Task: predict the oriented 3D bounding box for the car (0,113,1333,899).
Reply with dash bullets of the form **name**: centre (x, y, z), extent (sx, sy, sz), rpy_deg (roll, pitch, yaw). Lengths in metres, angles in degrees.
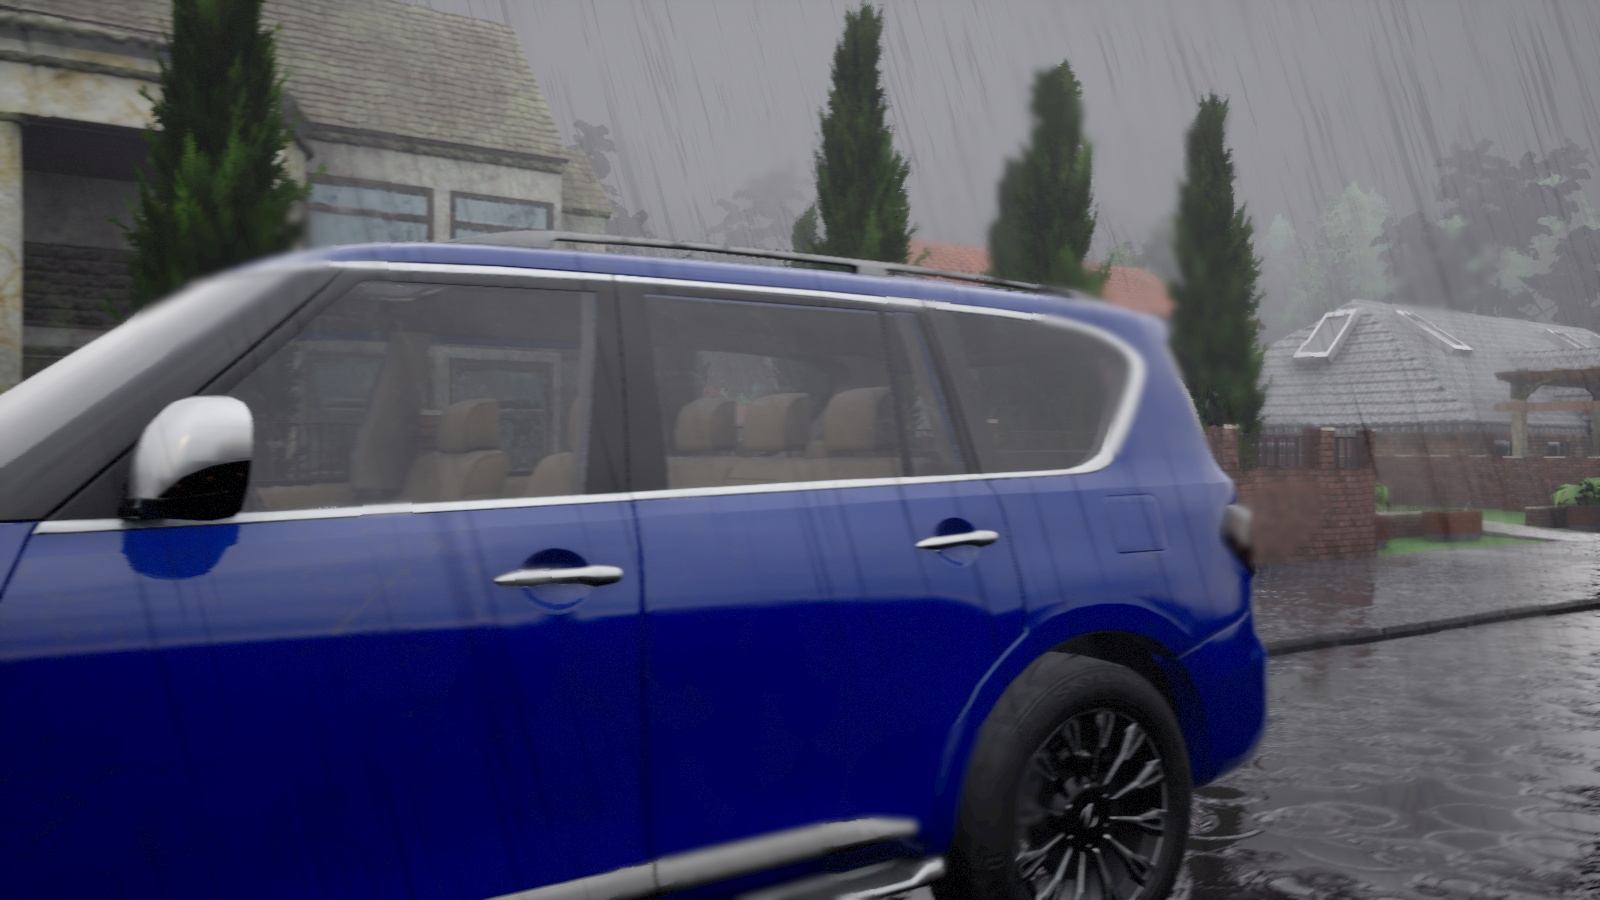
- **car**: centre (-1.119, 0.475, 3.490), extent (5.566, 2.045, 2.150), rpy_deg (0, 0, -35)
